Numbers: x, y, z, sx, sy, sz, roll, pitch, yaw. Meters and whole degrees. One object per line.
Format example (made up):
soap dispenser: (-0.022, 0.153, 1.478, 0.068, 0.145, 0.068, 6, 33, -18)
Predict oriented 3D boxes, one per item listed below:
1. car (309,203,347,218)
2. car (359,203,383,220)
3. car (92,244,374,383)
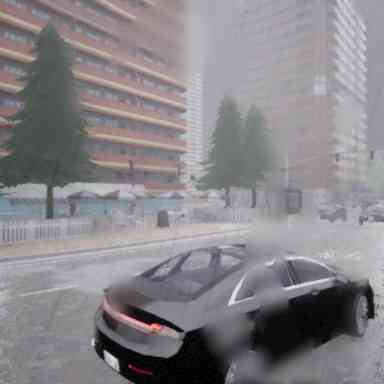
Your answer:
car: (10.661, 1.568, 25.918, 1.812, 1.442, 4.674, -1, -1, 41)
car: (13.300, 1.542, 23.619, 1.812, 1.442, 4.674, -1, -1, 41)
car: (1.010, 1.552, 5.002, 4.902, 1.511, 2.128, 1, -1, -41)
